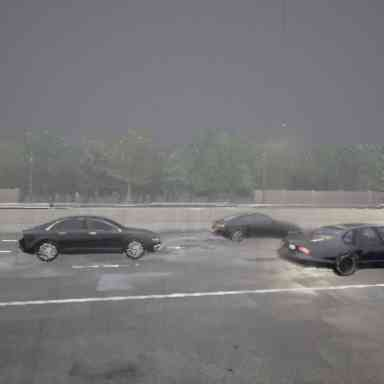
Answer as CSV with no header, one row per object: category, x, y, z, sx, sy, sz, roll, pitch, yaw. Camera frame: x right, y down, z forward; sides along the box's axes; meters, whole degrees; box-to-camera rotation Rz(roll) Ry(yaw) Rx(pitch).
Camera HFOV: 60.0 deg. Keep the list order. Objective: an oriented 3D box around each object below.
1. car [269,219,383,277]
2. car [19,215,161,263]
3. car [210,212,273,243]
car,5.406,1.682,10.292,5.357,1.411,2.033,1,-1,-11
car,-3.582,1.616,12.159,4.892,1.490,1.837,1,-1,-11
car,3.275,1.762,17.013,4.674,1.442,1.812,1,-1,-11
